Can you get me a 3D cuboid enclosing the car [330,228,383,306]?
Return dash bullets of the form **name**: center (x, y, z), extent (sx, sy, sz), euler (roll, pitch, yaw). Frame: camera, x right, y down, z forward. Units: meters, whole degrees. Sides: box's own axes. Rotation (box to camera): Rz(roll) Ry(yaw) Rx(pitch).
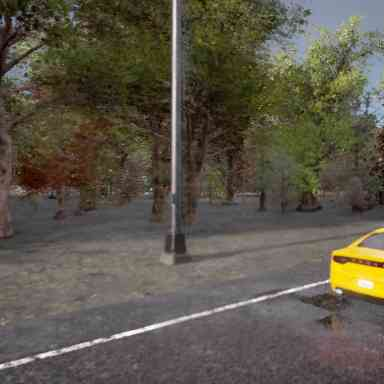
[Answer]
- **car**: center (5.133, 1.513, 7.416), extent (5.008, 1.535, 1.882), euler (0, 0, -36)
